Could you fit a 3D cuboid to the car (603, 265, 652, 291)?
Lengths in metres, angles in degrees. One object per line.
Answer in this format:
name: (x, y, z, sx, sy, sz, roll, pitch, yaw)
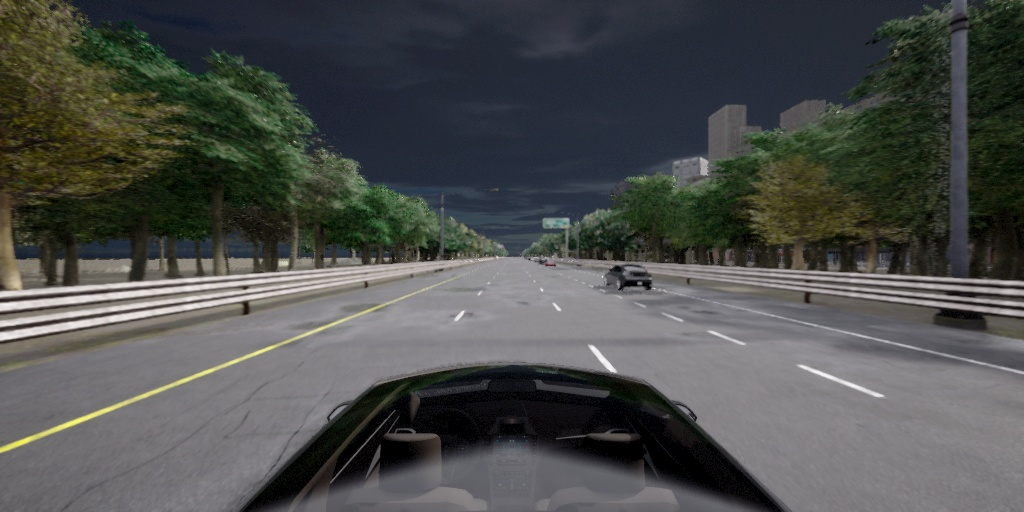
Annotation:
car: (7.024, 1.267, 22.102, 1.837, 1.490, 4.892, 0, 0, 0)
